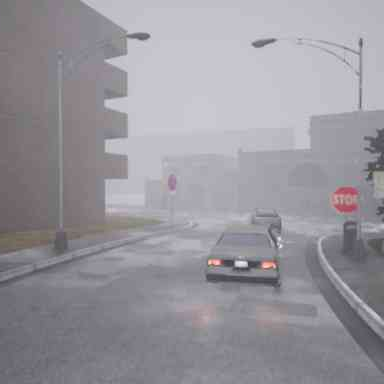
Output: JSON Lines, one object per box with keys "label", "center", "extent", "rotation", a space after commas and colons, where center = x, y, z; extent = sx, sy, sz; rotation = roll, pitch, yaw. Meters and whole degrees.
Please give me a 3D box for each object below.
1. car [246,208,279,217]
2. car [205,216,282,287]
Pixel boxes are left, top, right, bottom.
{"label": "car", "center": [4.728, 1.795, 22.170], "extent": [2.128, 1.511, 4.902], "rotation": [1, 0, 6]}
{"label": "car", "center": [1.633, 1.673, 9.799], "extent": [2.033, 1.411, 5.357], "rotation": [0, -1, 13]}
